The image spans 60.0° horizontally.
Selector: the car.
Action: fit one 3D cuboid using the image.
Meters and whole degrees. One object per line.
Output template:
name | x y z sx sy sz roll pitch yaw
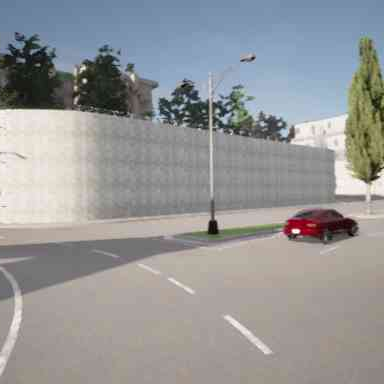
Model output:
car | 6.087 1.472 15.652 4.674 1.442 1.812 -1 0 -43
